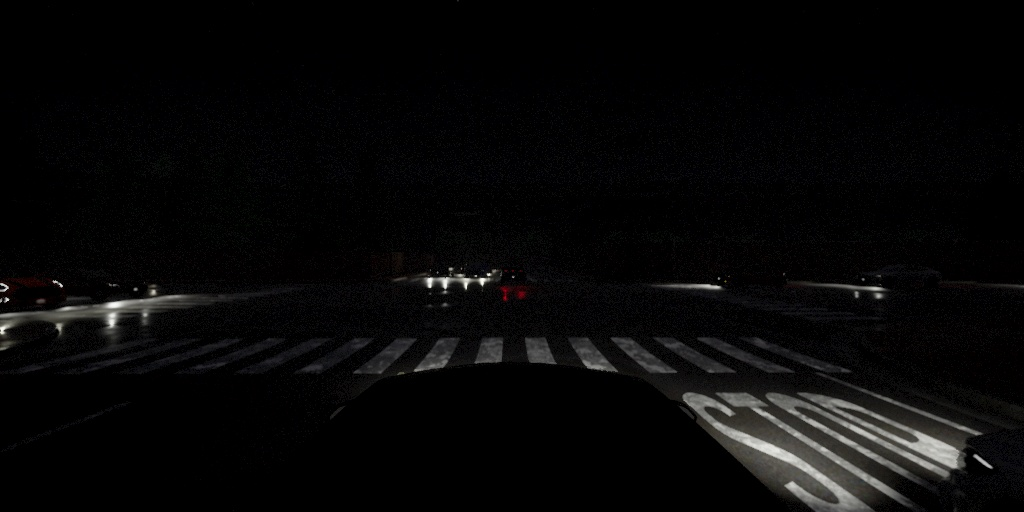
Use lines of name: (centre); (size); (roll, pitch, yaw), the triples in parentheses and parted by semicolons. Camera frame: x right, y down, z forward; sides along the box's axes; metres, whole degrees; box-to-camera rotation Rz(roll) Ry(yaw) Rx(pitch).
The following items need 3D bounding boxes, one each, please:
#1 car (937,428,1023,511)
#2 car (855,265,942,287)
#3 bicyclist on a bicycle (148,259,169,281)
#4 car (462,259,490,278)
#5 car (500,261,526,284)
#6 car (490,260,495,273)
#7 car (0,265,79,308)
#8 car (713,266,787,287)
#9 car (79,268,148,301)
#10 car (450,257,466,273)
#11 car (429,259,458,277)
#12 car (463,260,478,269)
car: (3.587, 1.270, 0.240); (1.812, 1.442, 4.674); (0, 0, 0)
car: (25.833, 1.297, 23.996); (4.674, 1.442, 1.812); (0, 0, 0)
bicyclist on a bicycle: (-27.280, 1.087, 27.683); (0.582, 1.620, 1.656); (0, 0, 0)
car: (-3.607, 1.351, 36.848); (1.882, 1.535, 5.008); (0, 0, 0)
car: (0.091, 1.320, 27.969); (2.128, 1.511, 4.902); (0, -1, 0)
car: (-3.609, 1.384, 46.408); (1.882, 1.535, 5.008); (0, 0, 0)
car: (-19.581, 1.088, 13.170); (4.553, 1.767, 2.097); (0, 0, -1)
car: (15.834, 1.336, 23.978); (4.181, 1.385, 1.994); (0, 0, 0)
car: (-19.875, 1.274, 16.682); (4.674, 1.442, 1.812); (0, 0, -1)
car: (-7.111, 1.129, 46.657); (2.150, 2.045, 5.566); (0, 0, 0)
car: (-7.123, 1.378, 36.808); (1.837, 1.490, 4.892); (0, 0, 1)
car: (-7.069, 1.436, 61.104); (1.882, 1.535, 5.008); (0, 0, 0)
